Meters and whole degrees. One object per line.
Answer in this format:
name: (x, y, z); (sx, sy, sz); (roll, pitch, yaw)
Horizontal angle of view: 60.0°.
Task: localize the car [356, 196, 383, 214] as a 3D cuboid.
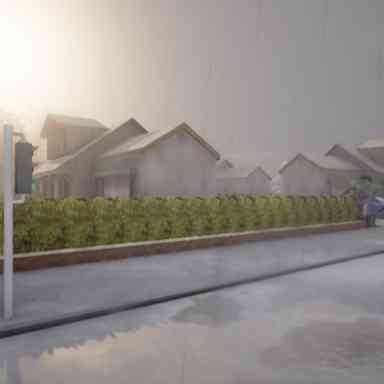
car: (15.870, 1.132, 28.777); (1.845, 1.501, 3.633); (0, 0, -38)
